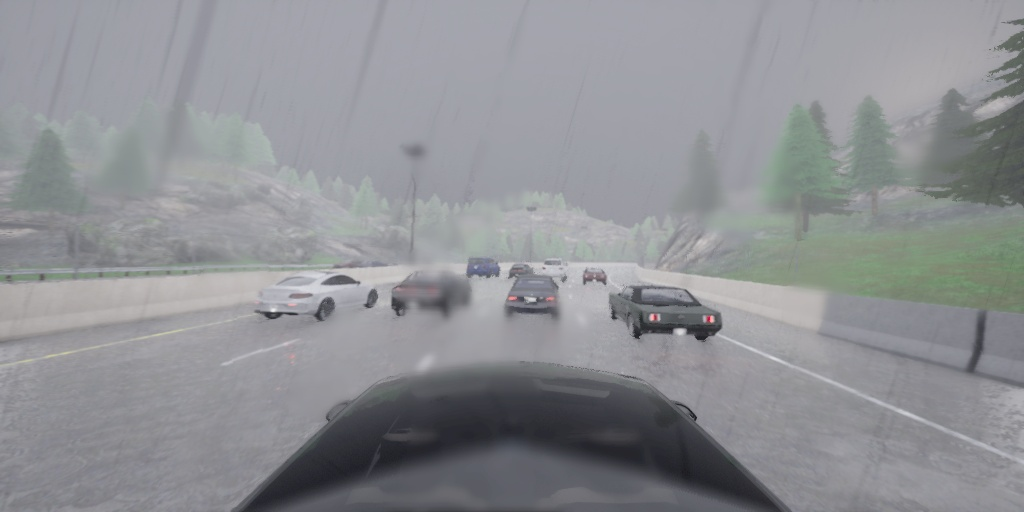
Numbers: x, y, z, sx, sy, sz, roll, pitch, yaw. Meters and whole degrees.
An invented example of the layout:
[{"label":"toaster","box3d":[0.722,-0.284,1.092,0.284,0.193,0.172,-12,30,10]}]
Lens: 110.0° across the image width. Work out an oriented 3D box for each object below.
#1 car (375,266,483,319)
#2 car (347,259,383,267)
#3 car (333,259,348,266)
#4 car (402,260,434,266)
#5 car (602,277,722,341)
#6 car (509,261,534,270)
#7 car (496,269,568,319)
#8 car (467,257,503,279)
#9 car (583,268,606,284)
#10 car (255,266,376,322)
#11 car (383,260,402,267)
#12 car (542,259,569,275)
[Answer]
[{"label":"car","box3d":[-2.681,1.275,13.026,2.128,1.511,4.902,1,0,6]},{"label":"car","box3d":[-18.300,1.283,46.461,2.033,1.411,5.357,1,0,14]},{"label":"car","box3d":[-21.555,1.163,47.726,1.882,1.535,5.008,1,0,15]},{"label":"car","box3d":[-11.404,1.360,45.047,1.837,1.490,4.892,1,-1,15]},{"label":"car","box3d":[4.092,1.491,10.523,1.895,1.301,4.718,1,0,5]},{"label":"car","box3d":[0.967,1.523,35.917,1.837,1.490,4.892,1,0,12]},{"label":"car","box3d":[0.861,1.399,13.427,2.033,1.411,5.357,1,0,6]},{"label":"car","box3d":[-2.746,1.167,35.390,2.150,2.045,5.566,1,0,12]},{"label":"car","box3d":[7.042,1.693,30.861,1.895,1.301,4.718,1,0,11]},{"label":"car","box3d":[-6.292,1.234,12.073,1.812,1.442,4.674,1,0,5]},{"label":"car","box3d":[-14.362,1.309,47.566,2.128,1.511,4.902,1,0,15]},{"label":"car","box3d":[4.146,1.286,34.147,2.150,2.045,5.566,1,0,12]}]
